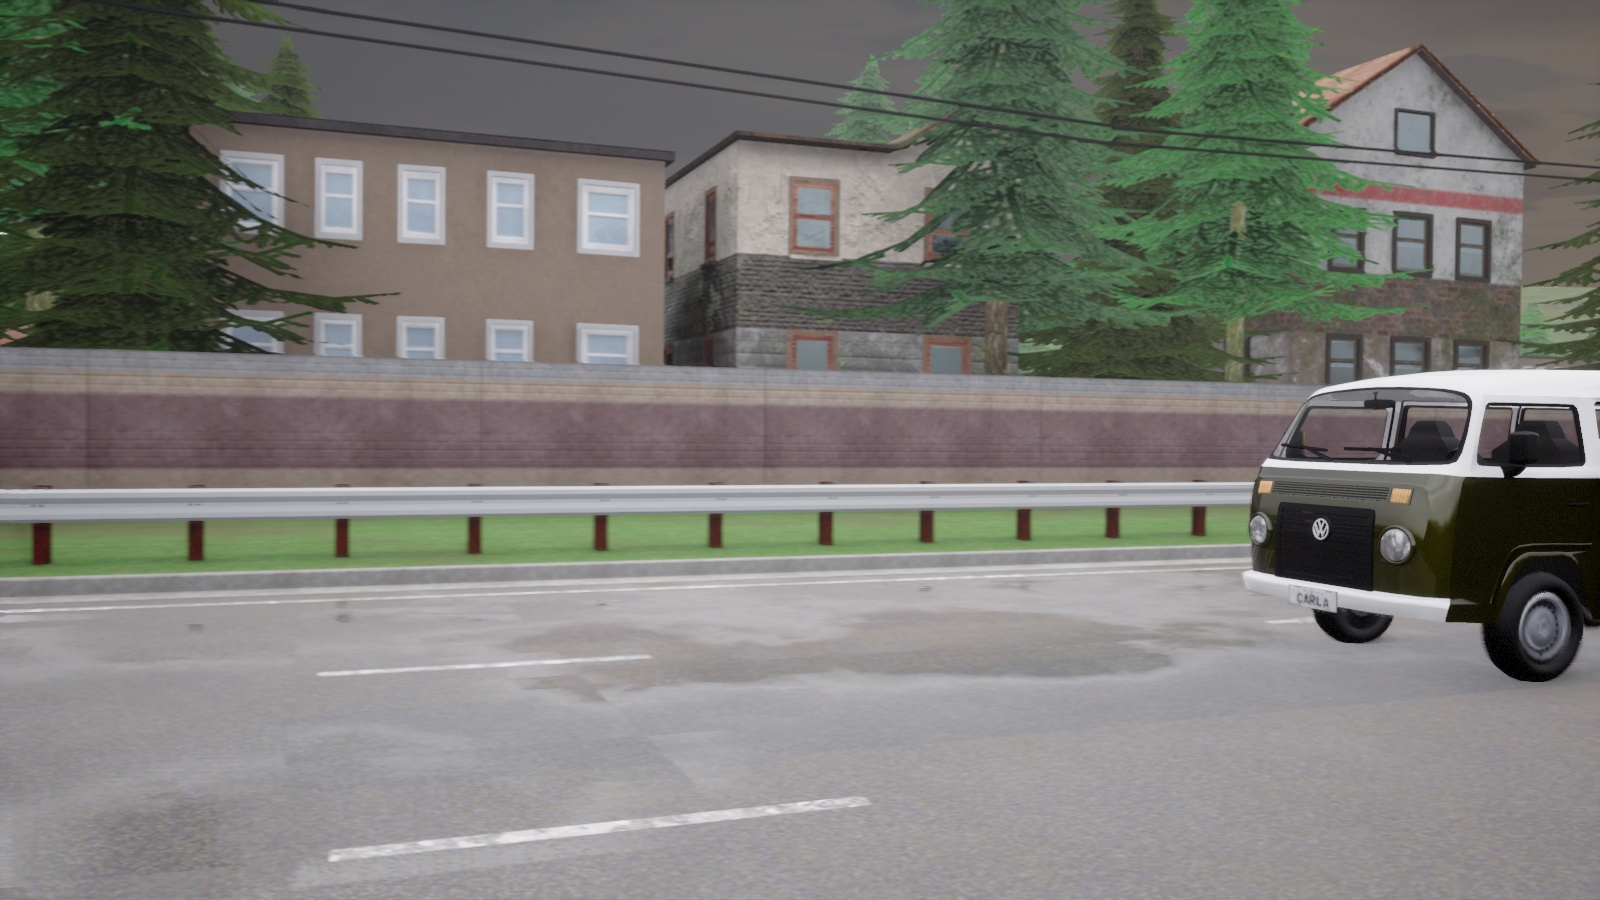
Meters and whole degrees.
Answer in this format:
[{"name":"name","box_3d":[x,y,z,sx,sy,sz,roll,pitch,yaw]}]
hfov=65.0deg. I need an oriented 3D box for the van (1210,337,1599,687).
[{"name":"van","box_3d":[5.484,0.315,9.061,4.480,2.038,2.069,-1,1,-21]}]
